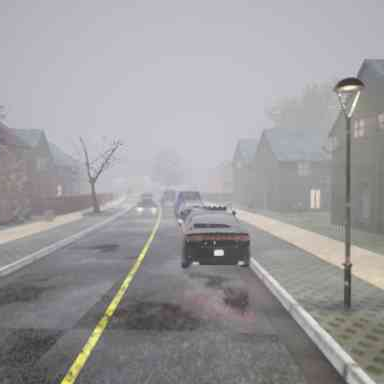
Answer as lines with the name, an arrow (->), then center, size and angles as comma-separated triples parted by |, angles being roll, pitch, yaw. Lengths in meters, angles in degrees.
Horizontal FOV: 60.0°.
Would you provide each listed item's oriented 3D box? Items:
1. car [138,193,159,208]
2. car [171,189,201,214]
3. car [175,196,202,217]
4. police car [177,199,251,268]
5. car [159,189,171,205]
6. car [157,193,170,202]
car -> -5.309, 0.874, 39.437 | 2.097, 1.767, 4.553 | 0, 1, -6
car -> -0.370, 0.861, 26.781 | 2.150, 2.045, 5.566 | 0, 1, -5
car -> 0.065, 1.232, 20.731 | 1.812, 1.442, 4.674 | 0, 1, -4
police car -> 0.569, 1.260, 10.788 | 1.930, 1.638, 5.238 | 0, 1, -2
car -> -3.190, 0.663, 45.934 | 2.150, 2.045, 5.566 | 0, 0, -8
car -> -5.009, 0.946, 58.519 | 1.895, 1.301, 4.718 | -1, 0, -9
